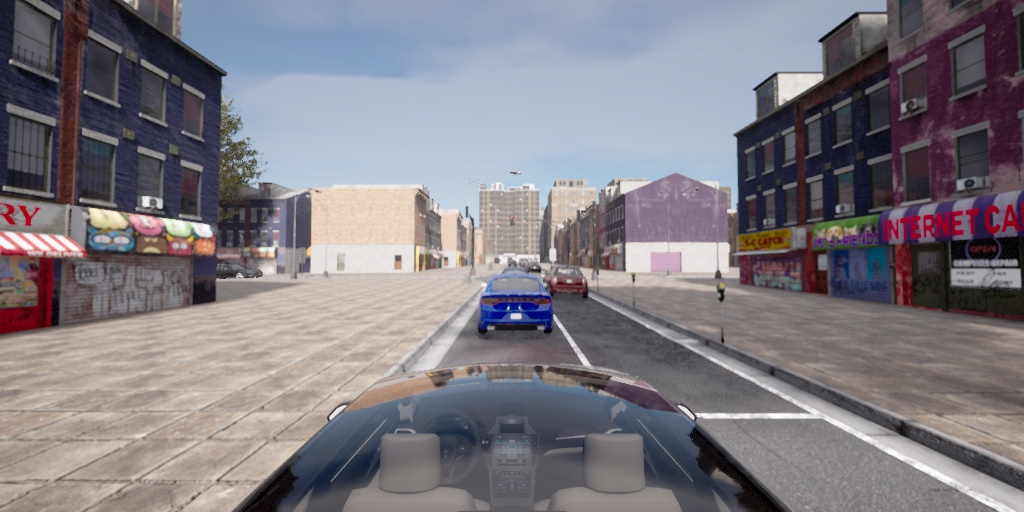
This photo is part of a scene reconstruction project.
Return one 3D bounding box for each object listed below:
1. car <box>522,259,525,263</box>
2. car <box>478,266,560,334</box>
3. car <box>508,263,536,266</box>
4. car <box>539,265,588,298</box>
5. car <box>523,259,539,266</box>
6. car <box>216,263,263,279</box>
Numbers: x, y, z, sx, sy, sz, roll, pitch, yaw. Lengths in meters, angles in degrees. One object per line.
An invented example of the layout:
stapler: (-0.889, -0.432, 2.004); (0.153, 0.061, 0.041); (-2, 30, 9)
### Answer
car: (2.754, 1.483, 50.902); (1.948, 1.339, 4.313); (0, 0, 0)
car: (0.070, 1.239, 10.694); (1.882, 1.535, 5.008); (0, 0, -1)
car: (0.143, 1.303, 18.929); (1.812, 1.442, 4.674); (0, 0, 0)
car: (2.679, 1.217, 18.722); (1.967, 1.591, 4.097); (0, 0, 0)
car: (2.742, 1.447, 45.466); (1.948, 1.339, 4.313); (0, 0, 0)
car: (-24.191, 1.384, 30.914); (4.892, 1.490, 1.837); (0, -2, 0)
